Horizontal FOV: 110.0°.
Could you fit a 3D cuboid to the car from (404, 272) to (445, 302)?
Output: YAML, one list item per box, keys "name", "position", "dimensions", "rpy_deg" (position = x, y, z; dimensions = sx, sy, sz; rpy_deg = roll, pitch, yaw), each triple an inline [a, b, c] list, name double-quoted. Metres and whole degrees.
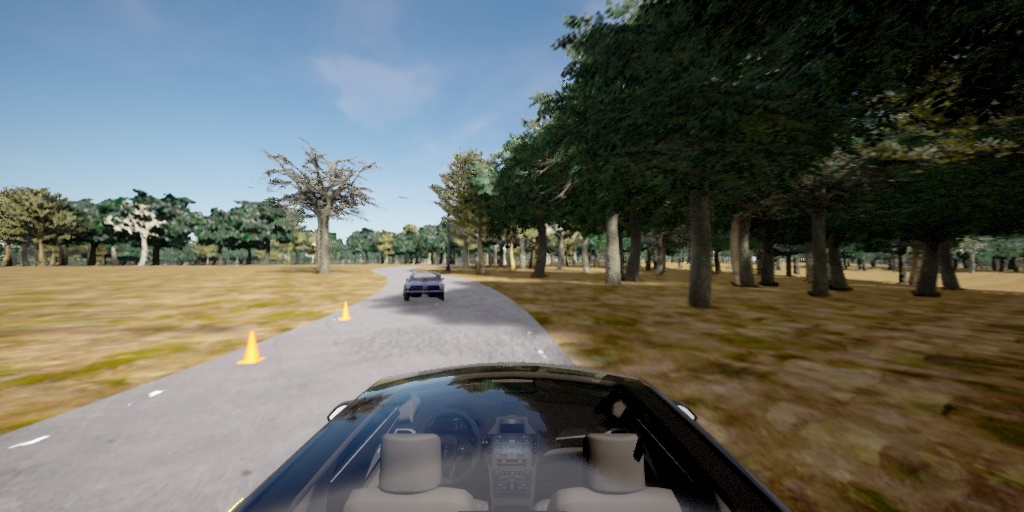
- name: "car"
  position: [-4.333, 1.468, 17.991]
  dimensions: [1.895, 1.301, 4.718]
  rpy_deg: [0, 0, -13]

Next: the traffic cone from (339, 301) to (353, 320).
- name: "traffic cone"
  position: [-5.469, 1.775, 11.790]
  dimensions: [0.340, 0.580, 0.340]
  rpy_deg: [0, 0, -7]

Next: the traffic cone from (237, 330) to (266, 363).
- name: "traffic cone"
  position: [-5.041, 1.740, 6.949]
  dimensions: [0.340, 0.580, 0.340]
  rpy_deg: [0, 0, -4]
